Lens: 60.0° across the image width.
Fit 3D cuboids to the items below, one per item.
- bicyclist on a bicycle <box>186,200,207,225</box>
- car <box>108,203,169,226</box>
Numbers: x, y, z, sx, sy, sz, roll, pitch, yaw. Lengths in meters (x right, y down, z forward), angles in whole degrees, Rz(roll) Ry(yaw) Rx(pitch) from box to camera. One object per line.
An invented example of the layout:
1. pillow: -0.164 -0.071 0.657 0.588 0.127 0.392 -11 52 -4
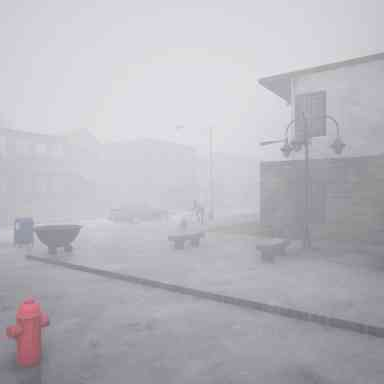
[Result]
1. bicyclist on a bicycle: 0.290 1.344 21.629 1.656 1.620 0.582 0 0 35
2. car: -3.611 1.496 23.391 2.128 1.511 4.902 0 0 35
